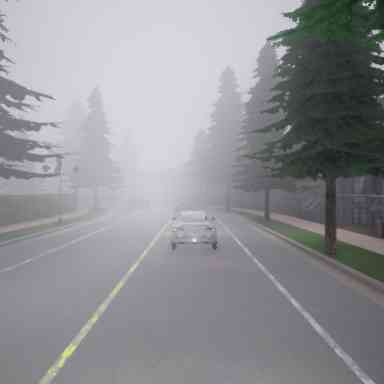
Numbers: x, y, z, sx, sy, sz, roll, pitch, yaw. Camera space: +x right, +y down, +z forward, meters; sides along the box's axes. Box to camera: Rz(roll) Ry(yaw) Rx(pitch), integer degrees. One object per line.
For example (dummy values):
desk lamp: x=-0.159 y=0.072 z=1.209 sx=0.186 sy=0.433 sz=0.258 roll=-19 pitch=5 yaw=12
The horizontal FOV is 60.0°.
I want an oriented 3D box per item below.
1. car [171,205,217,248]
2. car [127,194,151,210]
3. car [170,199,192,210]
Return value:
car: x=0.083 y=1.528 z=14.575 sx=1.812 sy=1.442 sz=4.674 roll=0 pitch=0 yaw=0
car: x=-7.061 y=1.232 z=43.550 sx=2.150 sy=2.045 sz=5.566 roll=0 pitch=0 yaw=-22
car: x=-1.223 y=1.498 z=36.699 sx=2.128 sy=1.511 sz=4.902 roll=0 pitch=0 yaw=-11
